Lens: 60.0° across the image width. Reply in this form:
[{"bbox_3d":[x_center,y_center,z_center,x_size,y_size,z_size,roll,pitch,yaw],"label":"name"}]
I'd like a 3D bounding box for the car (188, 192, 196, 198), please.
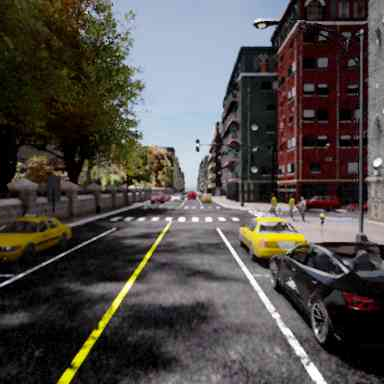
[{"bbox_3d":[0.003,0.817,90.958,2.097,1.767,4.553,0,0,0],"label":"car"}]

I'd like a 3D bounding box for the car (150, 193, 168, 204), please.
[{"bbox_3d":[-5.692,1.026,55.252,2.192,1.841,5.009,0,0,0],"label":"car"}]

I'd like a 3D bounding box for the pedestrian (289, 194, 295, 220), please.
[{"bbox_3d":[7.136,1.087,23.871,0.375,1.860,0.375,0,1,0],"label":"pedestrian"}]

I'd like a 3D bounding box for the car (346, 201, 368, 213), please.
[{"bbox_3d":[20.307,1.715,38.696,4.507,1.381,1.887,1,0,0],"label":"car"}]

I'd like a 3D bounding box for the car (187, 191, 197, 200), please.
[{"bbox_3d":[0.004,0.811,80.598,2.150,2.045,5.566,0,0,0],"label":"car"}]

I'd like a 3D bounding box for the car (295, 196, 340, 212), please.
[{"bbox_3d":[14.616,1.382,38.680,5.009,1.841,2.192,1,0,0],"label":"car"}]

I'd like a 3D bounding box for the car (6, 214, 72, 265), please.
[{"bbox_3d":[-5.692,1.461,11.517,1.752,1.417,4.829,0,0,0],"label":"car"}]

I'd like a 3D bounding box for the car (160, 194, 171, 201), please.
[{"bbox_3d":[-5.691,1.179,71.859,1.887,1.381,4.507,0,0,0],"label":"car"}]

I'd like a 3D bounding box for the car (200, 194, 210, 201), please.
[{"bbox_3d":[2.689,1.186,71.859,2.008,1.369,4.403,0,0,0],"label":"car"}]

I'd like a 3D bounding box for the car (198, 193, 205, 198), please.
[{"bbox_3d":[2.690,1.082,93.999,1.887,1.381,4.507,0,0,0],"label":"car"}]

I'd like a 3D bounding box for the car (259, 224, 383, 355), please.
[{"bbox_3d":[2.689,1.531,6.057,1.947,1.339,4.313,0,0,0],"label":"car"}]

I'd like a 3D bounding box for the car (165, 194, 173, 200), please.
[{"bbox_3d":[-5.690,1.167,82.929,1.802,1.307,4.206,0,0,0],"label":"car"}]

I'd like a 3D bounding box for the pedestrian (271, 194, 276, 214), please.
[{"bbox_3d":[6.136,1.008,25.070,0.375,1.860,0.375,0,1,0],"label":"pedestrian"}]

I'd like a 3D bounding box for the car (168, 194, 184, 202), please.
[{"bbox_3d":[-3.011,1.194,64.511,1.812,1.442,4.674,0,0,0],"label":"car"}]

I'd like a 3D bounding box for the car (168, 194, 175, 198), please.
[{"bbox_3d":[-5.690,1.119,93.999,1.802,1.307,4.206,0,0,0],"label":"car"}]

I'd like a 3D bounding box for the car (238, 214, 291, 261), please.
[{"bbox_3d":[2.689,1.459,11.858,1.752,1.417,4.829,0,0,0],"label":"car"}]

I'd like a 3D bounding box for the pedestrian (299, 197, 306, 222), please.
[{"bbox_3d":[8.136,1.239,24.472,0.375,1.860,0.375,0,1,0],"label":"pedestrian"}]

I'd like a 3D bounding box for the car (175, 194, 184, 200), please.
[{"bbox_3d":[-2.997,1.118,80.838,2.033,1.411,5.357,0,0,0],"label":"car"}]

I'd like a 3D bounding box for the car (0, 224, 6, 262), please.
[{"bbox_3d":[-5.691,1.516,6.057,2.008,1.369,4.403,0,0,0],"label":"car"}]

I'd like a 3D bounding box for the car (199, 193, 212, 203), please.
[{"bbox_3d":[2.689,1.210,60.958,1.752,1.417,4.829,0,0,0],"label":"car"}]
